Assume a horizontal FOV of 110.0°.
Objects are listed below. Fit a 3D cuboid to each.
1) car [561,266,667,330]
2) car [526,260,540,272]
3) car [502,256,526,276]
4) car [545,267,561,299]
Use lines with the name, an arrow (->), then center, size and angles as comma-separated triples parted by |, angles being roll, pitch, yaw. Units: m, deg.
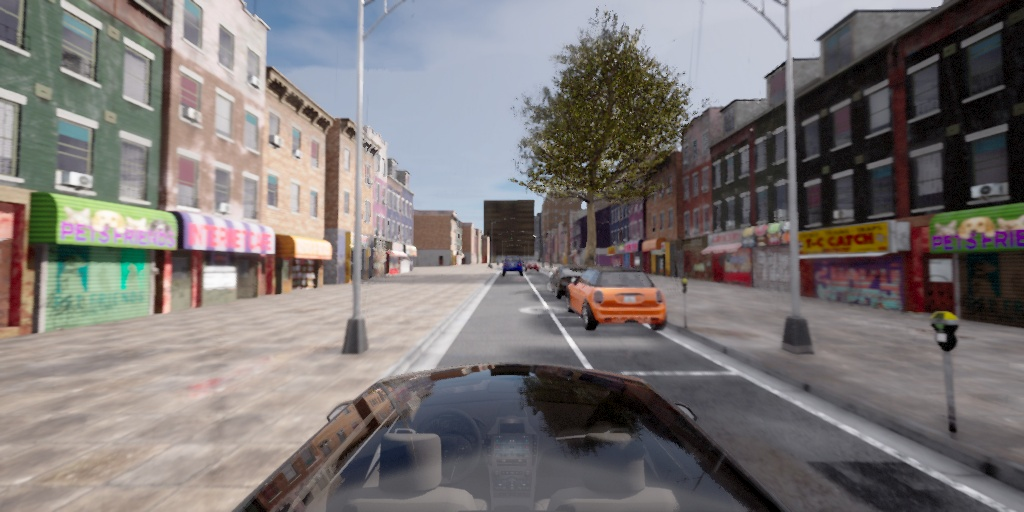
car -> 2.982, 1.106, 11.220 | 2.097, 1.767, 4.553 | 0, 0, 0
car -> 2.611, 1.267, 48.027 | 1.967, 1.591, 4.097 | 0, 0, 0
car -> 0.059, 1.020, 39.047 | 2.150, 2.045, 5.566 | 0, 0, 0
car -> 3.004, 1.235, 18.254 | 1.882, 1.535, 5.008 | 0, 0, 0
